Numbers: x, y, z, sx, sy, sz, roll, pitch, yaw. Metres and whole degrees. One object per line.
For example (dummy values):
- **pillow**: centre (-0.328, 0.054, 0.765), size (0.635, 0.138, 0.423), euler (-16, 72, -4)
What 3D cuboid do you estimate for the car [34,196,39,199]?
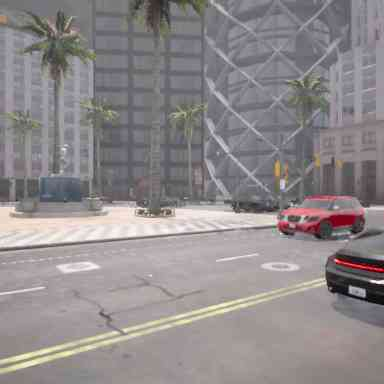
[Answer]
- **car**: centre (-21.533, 1.093, 51.827), size (4.553, 1.767, 2.097), euler (0, 0, -4)

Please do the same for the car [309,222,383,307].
- **car**: centre (4.898, 1.518, 7.281), size (4.892, 1.490, 1.837), euler (0, 0, -35)

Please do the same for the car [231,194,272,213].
- **car**: centre (6.854, 1.264, 37.677), size (2.150, 2.045, 5.566), euler (0, 0, -37)

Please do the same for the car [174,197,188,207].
- **car**: centre (-2.961, 1.535, 51.250), size (4.902, 1.511, 2.128), euler (0, 0, 26)

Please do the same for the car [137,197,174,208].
- **car**: centre (-5.729, 1.515, 48.781), size (5.008, 1.535, 1.882), euler (0, 0, 24)

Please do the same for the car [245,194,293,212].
- **car**: centre (9.249, 1.271, 40.266), size (2.150, 2.045, 5.566), euler (0, 0, -38)

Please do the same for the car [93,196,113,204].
- **car**: centre (-17.347, 1.512, 62.127), size (5.008, 1.535, 1.882), euler (0, 0, 3)

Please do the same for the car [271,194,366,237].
- **car**: centre (6.896, 1.246, 17.308), size (5.566, 2.045, 2.150), euler (0, 0, -38)
